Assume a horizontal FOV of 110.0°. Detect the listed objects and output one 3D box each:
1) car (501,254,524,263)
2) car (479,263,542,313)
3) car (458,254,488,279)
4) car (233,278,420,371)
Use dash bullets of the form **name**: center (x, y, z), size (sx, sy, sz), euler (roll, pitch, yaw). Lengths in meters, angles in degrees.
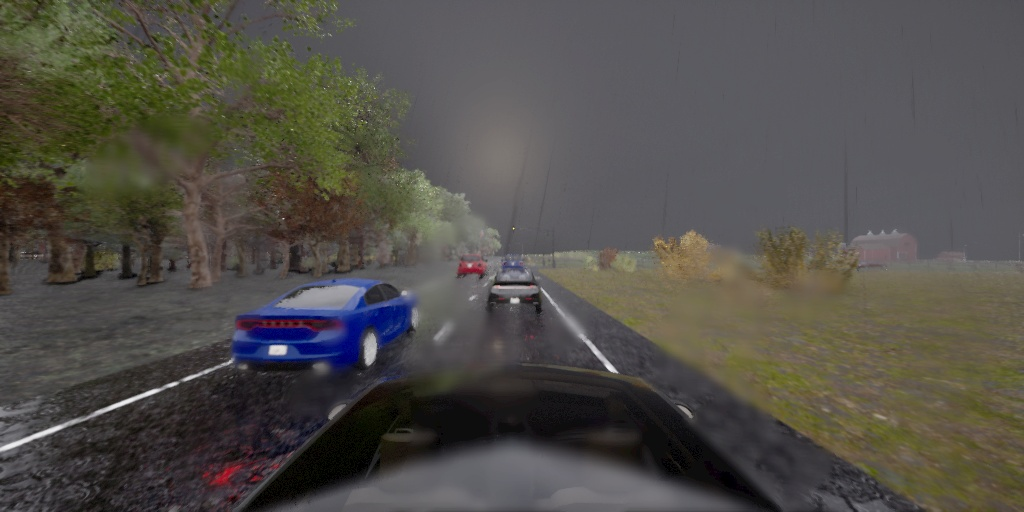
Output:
- **car**: center (0.088, 0.860, 36.888), size (2.150, 2.045, 5.566), euler (0, 0, 0)
- **car**: center (0.095, 1.206, 13.796), size (2.128, 1.511, 4.902), euler (0, 0, 0)
- **car**: center (-3.408, 0.877, 31.527), size (2.150, 2.045, 5.566), euler (0, 0, 0)
- **car**: center (-3.401, 1.210, 7.688), size (1.882, 1.535, 5.008), euler (0, 0, 0)
